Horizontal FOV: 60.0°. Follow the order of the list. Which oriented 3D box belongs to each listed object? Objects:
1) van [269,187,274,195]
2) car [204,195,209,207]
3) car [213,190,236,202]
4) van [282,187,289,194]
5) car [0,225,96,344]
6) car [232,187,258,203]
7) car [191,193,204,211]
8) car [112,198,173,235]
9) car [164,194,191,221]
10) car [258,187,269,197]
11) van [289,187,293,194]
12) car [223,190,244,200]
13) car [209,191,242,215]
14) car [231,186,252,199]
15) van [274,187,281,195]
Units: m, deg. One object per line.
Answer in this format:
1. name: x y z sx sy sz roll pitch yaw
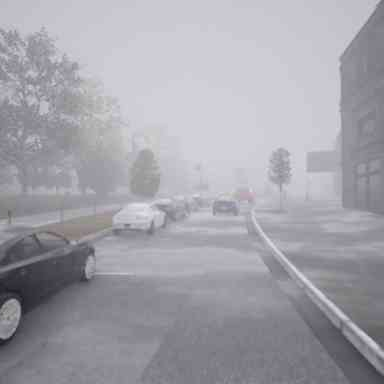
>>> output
1. van: 16.651 -0.144 75.725 1.878 1.987 4.442 -3 0 27
2. car: 0.591 0.866 34.807 2.097 1.535 5.008 0 1 13
3. car: 5.027 0.576 50.219 2.231 1.521 4.892 -3 0 20
4. van: 22.572 -0.296 85.213 1.878 1.987 4.442 -3 0 33
5. car: -3.456 1.374 6.326 2.097 1.535 5.008 1 1 5
6. car: 6.908 0.396 43.658 2.150 2.045 5.566 0 1 17
7. car: -0.748 0.988 28.624 2.231 1.521 4.892 -1 1 12
8. car: -2.546 1.257 16.821 2.002 1.452 4.674 -1 1 7
9. car: -1.702 1.109 22.995 2.097 1.535 5.008 -1 1 9
10. car: 14.014 0.163 70.883 1.946 1.575 5.366 -3 0 29
11. van: 25.758 -0.362 89.793 1.878 1.987 4.442 -3 0 34
12. car: 6.971 0.471 55.460 2.231 1.521 4.892 -3 0 21
13. car: 2.810 0.979 27.055 1.882 1.535 5.008 0 1 10
14. car: 9.098 0.112 60.662 2.435 2.045 5.566 -3 0 23
15. van: 19.531 -0.223 80.521 1.878 1.987 4.442 -3 0 33
